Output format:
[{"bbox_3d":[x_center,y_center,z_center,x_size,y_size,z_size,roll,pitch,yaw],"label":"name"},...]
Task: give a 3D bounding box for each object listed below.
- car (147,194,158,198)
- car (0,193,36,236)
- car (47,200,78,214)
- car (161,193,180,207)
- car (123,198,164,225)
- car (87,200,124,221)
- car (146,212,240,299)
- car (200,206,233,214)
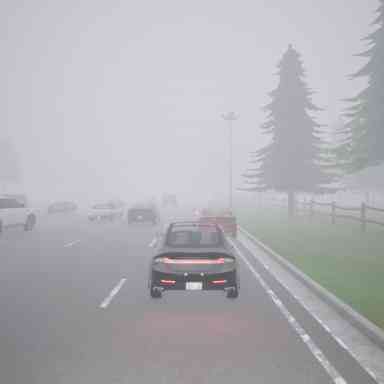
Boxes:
[{"bbox_3d":[-6.869,1.492,56.725,2.128,1.511,4.902,0,0,0],"label":"car"},{"bbox_3d":[-10.391,1.221,17.536,2.150,2.045,5.566,0,0,0],"label":"car"},{"bbox_3d":[-13.880,1.564,35.889,1.994,1.385,4.181,0,0,0],"label":"car"},{"bbox_3d":[-3.372,1.222,50.307,2.150,2.045,5.566,0,0,0],"label":"car"},{"bbox_3d":[-3.387,1.477,24.194,1.882,1.535,5.008,0,0,0],"label":"car"},{"bbox_3d":[-6.885,1.601,26.901,1.895,1.301,4.718,0,0,0],"label":"car"},{"bbox_3d":[0.057,1.492,8.457,2.128,1.511,4.902,0,0,0],"label":"car"},{"bbox_3d":[1.234,1.478,17.799,1.882,1.535,5.008,0,0,0],"label":"car"}]
